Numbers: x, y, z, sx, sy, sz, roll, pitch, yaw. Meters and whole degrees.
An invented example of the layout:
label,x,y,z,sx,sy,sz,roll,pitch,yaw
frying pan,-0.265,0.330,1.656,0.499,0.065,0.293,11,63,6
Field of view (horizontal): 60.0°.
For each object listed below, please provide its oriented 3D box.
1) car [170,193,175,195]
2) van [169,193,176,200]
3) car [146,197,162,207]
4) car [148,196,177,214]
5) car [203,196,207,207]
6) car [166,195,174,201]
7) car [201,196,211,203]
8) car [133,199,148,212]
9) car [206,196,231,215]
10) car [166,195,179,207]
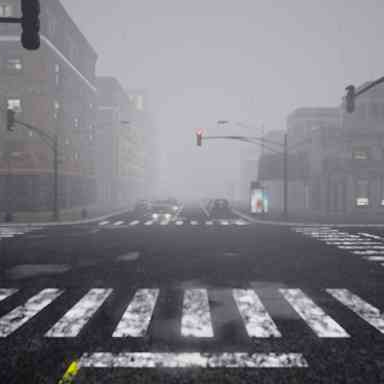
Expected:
label,x,y,z,sx,sy,sz,roll,pitch,yaw
car,-5.593,1.355,78.210,1.967,1.590,4.097,0,0,0
van,-5.571,1.257,95.300,1.690,1.788,3.998,-1,0,0
car,-5.629,1.481,49.728,2.008,1.369,4.403,0,0,0
car,-3.050,1.491,35.233,2.033,1.411,5.357,0,0,0
car,2.744,1.517,44.032,1.802,1.307,4.206,0,0,0
car,-5.584,1.440,83.737,1.752,1.417,4.829,-1,0,0
car,2.774,1.470,66.819,2.008,1.369,4.403,-1,0,0
car,-5.644,1.491,38.334,2.008,1.369,4.403,0,0,0
car,2.728,1.387,32.638,1.967,1.590,4.097,0,0,0
car,-3.015,1.492,50.552,1.994,1.385,4.181,0,0,0
